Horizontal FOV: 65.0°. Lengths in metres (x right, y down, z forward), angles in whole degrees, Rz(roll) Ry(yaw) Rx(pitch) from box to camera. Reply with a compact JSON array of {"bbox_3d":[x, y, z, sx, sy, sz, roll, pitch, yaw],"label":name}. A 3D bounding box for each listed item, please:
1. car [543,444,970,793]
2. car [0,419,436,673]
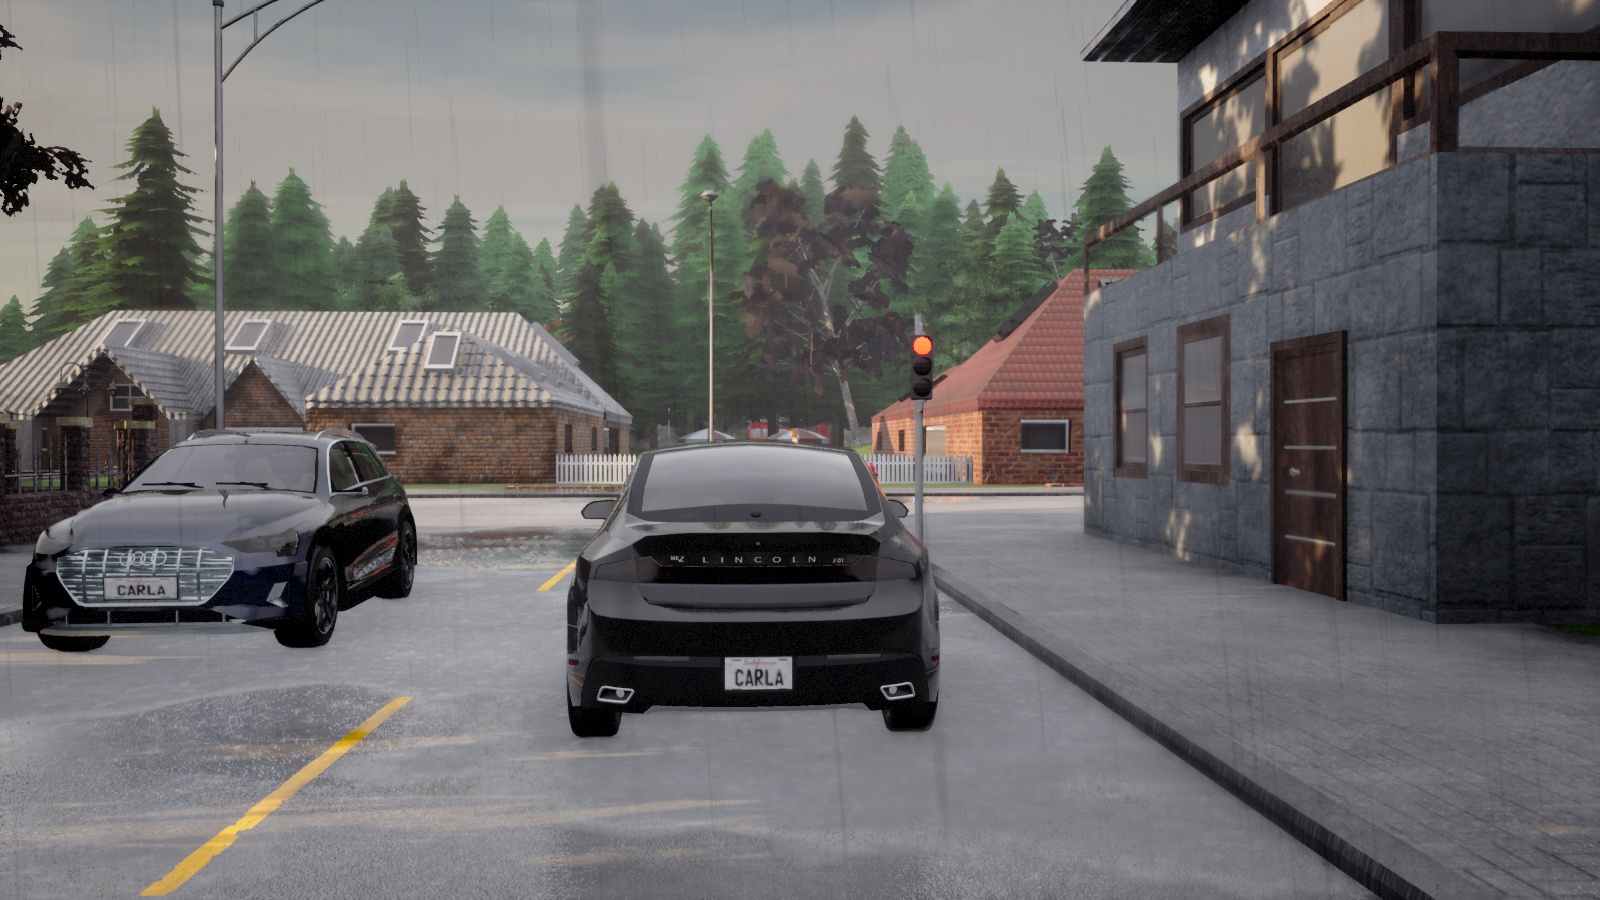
[{"bbox_3d":[-0.327,0.707,7.856,1.837,1.490,4.892,0,0,-3],"label":"car"},{"bbox_3d":[-4.586,0.613,10.674,2.033,1.649,4.856,0,0,-6],"label":"car"}]
